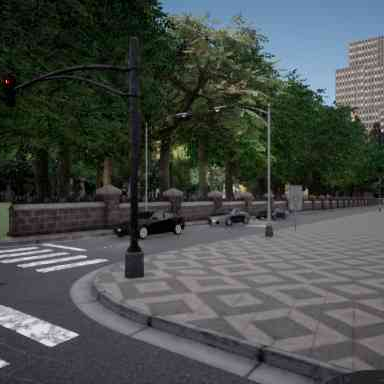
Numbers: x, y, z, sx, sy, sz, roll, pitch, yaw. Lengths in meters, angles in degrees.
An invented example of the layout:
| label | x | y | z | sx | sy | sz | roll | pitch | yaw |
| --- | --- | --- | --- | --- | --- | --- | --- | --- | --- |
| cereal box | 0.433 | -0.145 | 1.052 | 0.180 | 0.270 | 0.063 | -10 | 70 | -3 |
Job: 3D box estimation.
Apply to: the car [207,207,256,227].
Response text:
| label | x | y | z | sx | sy | sz | roll | pitch | yaw |
| --- | --- | --- | --- | --- | --- | --- | --- | --- | --- |
| car | 3.092 | 2.019 | 27.535 | 2.128 | 1.511 | 4.902 | 0 | -1 | 35 |

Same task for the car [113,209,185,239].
| label | x | y | z | sx | sy | sz | roll | pitch | yaw |
| --- | --- | --- | --- | --- | --- | --- | --- | --- | --- |
| car | -2.422 | 1.809 | 19.721 | 1.882 | 1.535 | 5.008 | 0 | -1 | 35 |

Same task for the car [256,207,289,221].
| label | x | y | z | sx | sy | sz | roll | pitch | yaw |
| --- | --- | --- | --- | --- | --- | --- | --- | --- | --- |
| car | 8.623 | 2.274 | 35.357 | 2.033 | 1.411 | 5.357 | 0 | -1 | 36 |

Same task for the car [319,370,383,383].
| label | x | y | z | sx | sy | sz | roll | pitch | yaw |
| --- | --- | --- | --- | --- | --- | --- | --- | --- | --- |
| car | 2.523 | 1.551 | 1.163 | 4.403 | 1.369 | 2.008 | 0 | 0 | 36 |
